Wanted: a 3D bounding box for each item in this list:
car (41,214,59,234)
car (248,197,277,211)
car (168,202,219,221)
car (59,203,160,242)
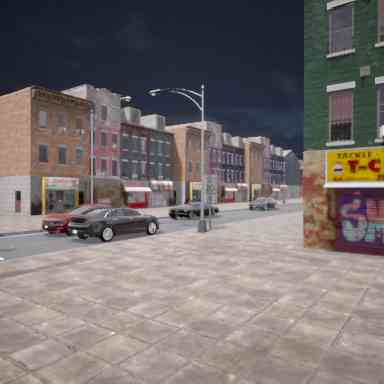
[{"bbox_3d":[-5.672,1.403,18.210,1.882,1.535,5.008,0,0,34],"label":"car"},{"bbox_3d":[8.022,1.306,37.287,1.837,1.490,4.892,0,1,36],"label":"car"},{"bbox_3d":[0.191,1.473,26.404,1.895,1.301,4.718,0,0,36],"label":"car"},{"bbox_3d":[-3.602,1.443,16.217,1.837,1.490,4.892,0,0,36],"label":"car"}]
